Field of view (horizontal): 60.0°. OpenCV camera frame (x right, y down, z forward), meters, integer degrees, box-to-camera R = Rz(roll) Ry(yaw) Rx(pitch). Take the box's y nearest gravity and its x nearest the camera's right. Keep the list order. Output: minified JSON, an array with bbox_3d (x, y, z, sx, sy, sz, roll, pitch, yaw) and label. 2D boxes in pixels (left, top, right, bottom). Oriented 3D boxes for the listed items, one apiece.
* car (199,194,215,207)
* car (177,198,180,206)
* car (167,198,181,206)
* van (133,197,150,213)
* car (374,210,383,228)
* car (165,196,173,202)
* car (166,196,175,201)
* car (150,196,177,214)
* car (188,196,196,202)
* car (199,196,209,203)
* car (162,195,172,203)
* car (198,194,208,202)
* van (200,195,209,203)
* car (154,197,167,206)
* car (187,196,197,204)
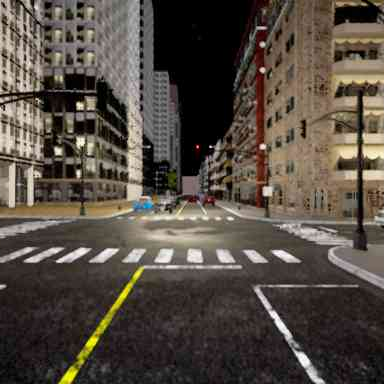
[{"bbox_3d":[2.711,1.414,54.703,2.192,1.841,5.009,0,0,0],"label":"car"},{"bbox_3d":[-3.070,1.574,46.440,2.128,1.511,4.902,0,0,0],"label":"car"},{"bbox_3d":[-3.011,1.667,56.447,1.994,1.385,4.181,0,0,1],"label":"car"},{"bbox_3d":[-5.676,1.407,38.052,1.690,1.788,3.998,0,0,0],"label":"van"},{"bbox_3d":[15.294,1.577,22.230,5.566,2.045,2.150,1,0,-2],"label":"car"},{"bbox_3d":[-5.658,1.687,82.289,1.752,1.417,4.829,0,0,0],"label":"car"},{"bbox_3d":[-5.655,1.727,88.010,2.008,1.369,4.403,0,0,0],"label":"car"},{"bbox_3d":[-3.083,1.555,36.980,2.128,1.511,4.902,0,0,0],"label":"car"},{"bbox_3d":[0.034,1.595,77.581,1.895,1.301,4.718,0,0,0],"label":"car"},{"bbox_3d":[2.721,1.699,76.905,2.008,1.369,4.403,0,0,0],"label":"car"},{"bbox_3d":[-5.660,1.589,76.908,1.967,1.590,4.097,0,0,0],"label":"car"},{"bbox_3d":[2.722,1.477,82.457,2.192,1.841,5.009,0,0,0],"label":"car"},{"bbox_3d":[2.718,1.477,71.355,1.690,1.788,3.998,0,0,0],"label":"van"},{"bbox_3d":[-5.667,1.636,60.086,1.752,1.417,4.829,0,0,0],"label":"car"},{"bbox_3d":[0.031,1.603,67.129,1.882,1.535,5.008,0,0,0],"label":"car"}]
